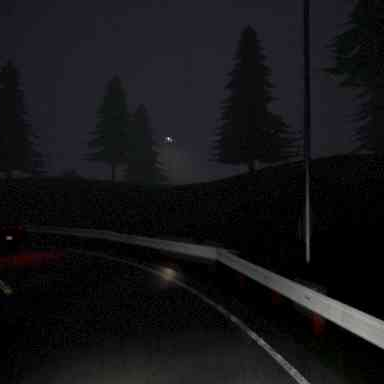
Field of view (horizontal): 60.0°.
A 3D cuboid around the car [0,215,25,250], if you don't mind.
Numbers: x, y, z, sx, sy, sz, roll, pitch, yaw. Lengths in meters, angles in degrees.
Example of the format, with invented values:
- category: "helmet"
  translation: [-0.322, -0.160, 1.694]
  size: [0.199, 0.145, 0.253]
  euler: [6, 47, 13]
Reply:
- category: "car"
  translation: [-8.638, 1.474, 12.616]
  size: [5.008, 1.535, 1.882]
  euler: [-1, 0, 24]
